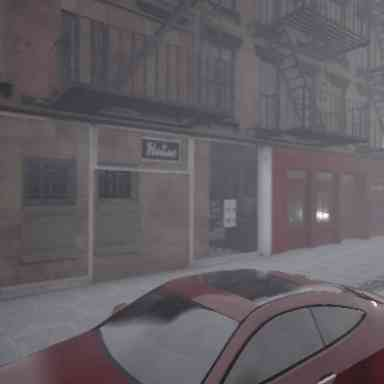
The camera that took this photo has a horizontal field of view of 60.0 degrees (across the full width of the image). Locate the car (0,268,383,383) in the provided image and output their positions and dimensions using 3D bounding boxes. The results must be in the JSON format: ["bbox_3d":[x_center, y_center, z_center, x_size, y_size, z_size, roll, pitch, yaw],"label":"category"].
[{"bbox_3d":[0.251,1.528,2.950,4.674,1.442,1.812,0,0,-35],"label":"car"}]
